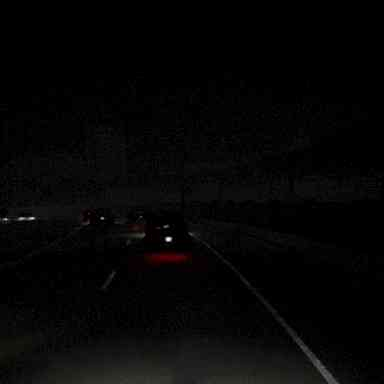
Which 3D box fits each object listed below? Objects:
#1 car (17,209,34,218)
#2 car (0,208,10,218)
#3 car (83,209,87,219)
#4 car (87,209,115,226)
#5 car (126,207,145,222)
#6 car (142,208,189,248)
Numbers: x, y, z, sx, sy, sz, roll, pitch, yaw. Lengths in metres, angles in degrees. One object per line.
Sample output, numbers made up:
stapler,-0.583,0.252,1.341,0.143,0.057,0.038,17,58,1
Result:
car,-26.951,3.445,53.834,1.895,1.301,4.718,1,-3,-34
car,-29.064,3.243,50.573,1.837,1.490,4.892,1,-3,-34
car,-13.112,2.828,43.443,1.895,1.301,4.718,0,-3,-24
car,-7.496,2.087,27.867,1.994,1.385,4.181,0,-2,-15
car,-5.563,2.227,33.614,2.128,1.511,4.902,0,-3,-18
car,-1.269,1.658,15.578,1.837,1.490,4.892,0,-1,-8
